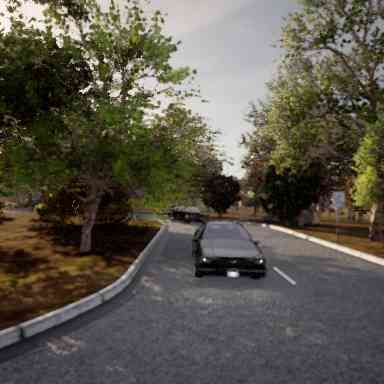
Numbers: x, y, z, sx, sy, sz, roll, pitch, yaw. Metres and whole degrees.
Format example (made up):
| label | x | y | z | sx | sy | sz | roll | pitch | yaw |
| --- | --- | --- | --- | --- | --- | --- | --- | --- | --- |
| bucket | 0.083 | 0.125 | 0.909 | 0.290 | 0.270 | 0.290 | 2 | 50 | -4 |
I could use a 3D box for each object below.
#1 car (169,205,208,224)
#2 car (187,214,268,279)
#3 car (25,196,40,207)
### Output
| label | x | y | z | sx | sy | sz | roll | pitch | yaw |
| --- | --- | --- | --- | --- | --- | --- | --- | --- | --- |
| car | -0.261 | 1.866 | 28.176 | 1.882 | 1.535 | 5.008 | 4 | -2 | -26 |
| car | 0.971 | 1.660 | 10.721 | 2.033 | 1.411 | 5.357 | 2 | -1 | -1 |
| car | -14.951 | 1.130 | 35.097 | 4.553 | 1.767 | 2.097 | 2 | -2 | -4 |
